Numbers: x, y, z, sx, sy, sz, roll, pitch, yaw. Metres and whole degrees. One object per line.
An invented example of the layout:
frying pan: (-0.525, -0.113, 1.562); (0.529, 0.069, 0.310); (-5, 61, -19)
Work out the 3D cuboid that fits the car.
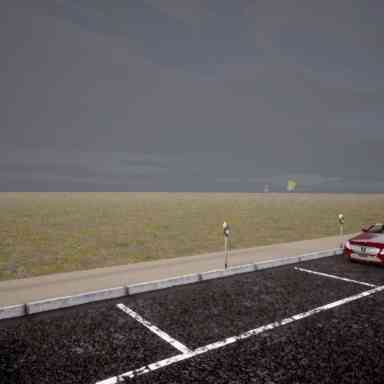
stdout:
car: (6.637, 1.584, 10.792); (4.206, 1.307, 1.802); (0, 1, -35)
